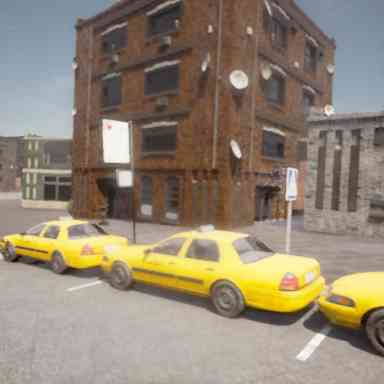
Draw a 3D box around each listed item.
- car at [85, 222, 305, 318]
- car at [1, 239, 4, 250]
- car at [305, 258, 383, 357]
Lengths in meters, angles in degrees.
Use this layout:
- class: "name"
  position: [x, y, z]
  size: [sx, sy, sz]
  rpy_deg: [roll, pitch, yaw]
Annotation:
- class: "car"
  position: [0.080, 1.532, 7.558]
  size: [5.366, 1.575, 1.946]
  rpy_deg: [-1, -1, 37]
- class: "car"
  position: [-7.387, 1.605, 9.358]
  size: [4.892, 1.490, 1.837]
  rpy_deg: [-1, -1, 39]
- class: "car"
  position: [4.491, 1.490, 4.231]
  size: [5.366, 1.575, 1.946]
  rpy_deg: [-1, -1, 37]
